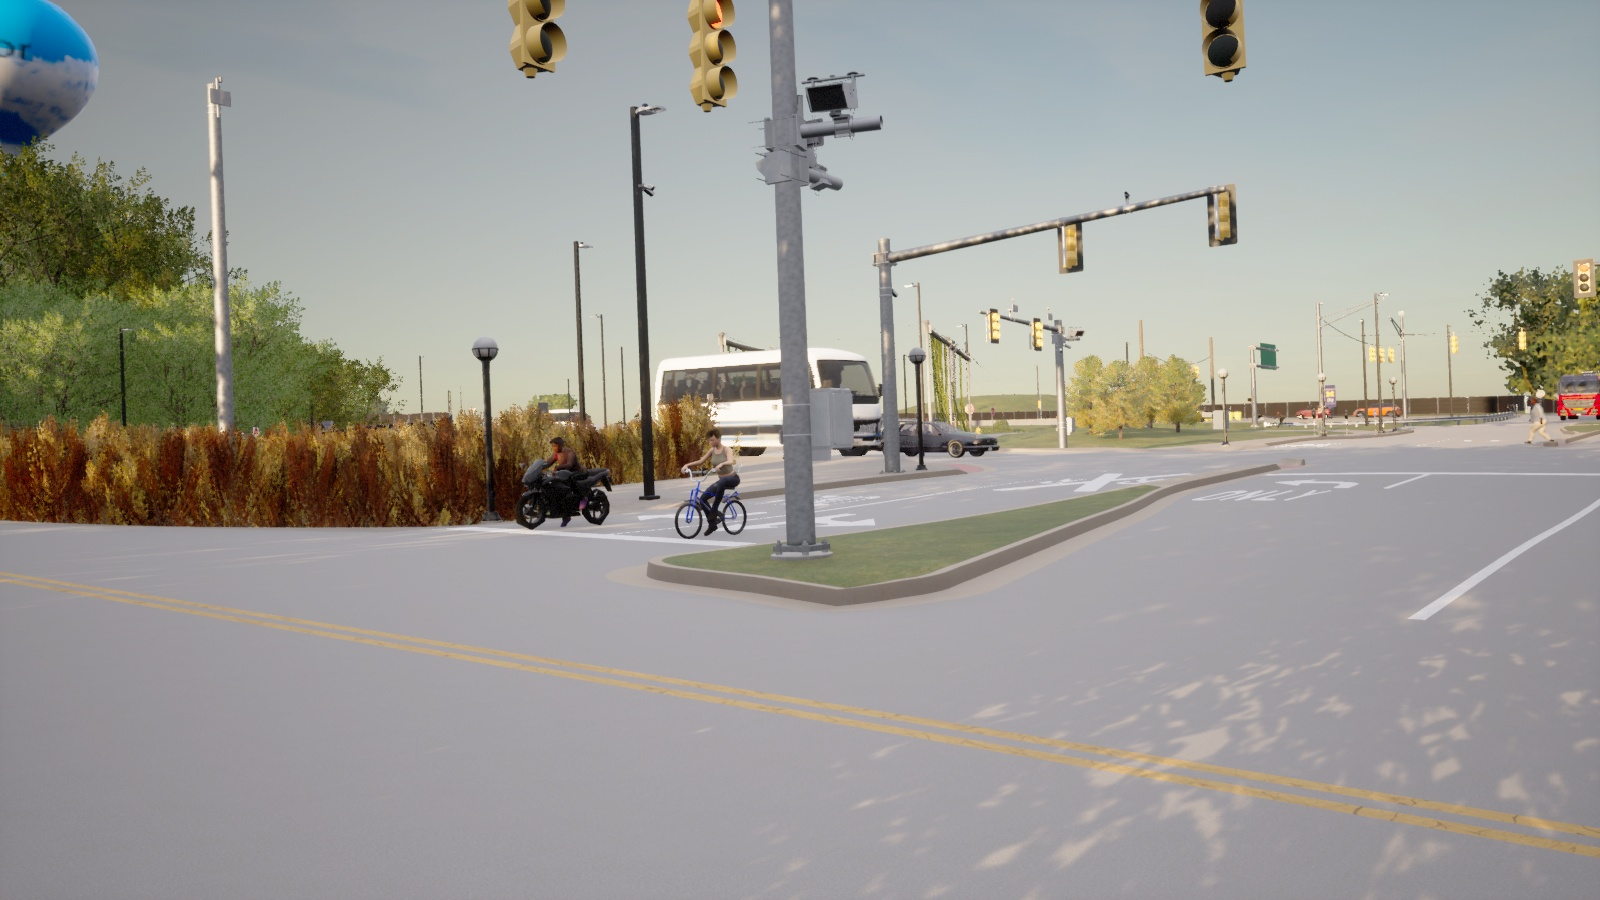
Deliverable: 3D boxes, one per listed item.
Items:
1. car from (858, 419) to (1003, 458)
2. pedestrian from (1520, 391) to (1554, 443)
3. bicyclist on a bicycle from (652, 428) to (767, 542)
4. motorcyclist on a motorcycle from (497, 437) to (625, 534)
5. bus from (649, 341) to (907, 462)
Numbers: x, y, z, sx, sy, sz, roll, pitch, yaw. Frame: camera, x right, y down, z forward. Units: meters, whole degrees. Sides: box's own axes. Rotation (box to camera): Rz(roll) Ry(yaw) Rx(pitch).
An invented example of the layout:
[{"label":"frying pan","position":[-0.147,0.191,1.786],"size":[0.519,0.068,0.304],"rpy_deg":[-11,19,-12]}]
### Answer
[{"label":"car","position":[5.055,-0.439,49.106],"size":[5.357,1.411,2.033],"rpy_deg":[0,1,37]},{"label":"pedestrian","position":[27.266,-1.224,46.470],"size":[0.900,1.855,0.874],"rpy_deg":[-3,0,40]},{"label":"bicyclist on a bicycle","position":[-1.332,0.496,18.663],"size":[0.866,1.612,1.509],"rpy_deg":[-1,0,41]},{"label":"motorcyclist on a motorcycle","position":[-3.963,0.557,20.980],"size":[0.797,1.523,2.044],"rpy_deg":[-1,0,39]},{"label":"bus","position":[-1.077,-1.744,49.120],"size":[10.273,4.253,3.944],"rpy_deg":[0,1,45]}]
